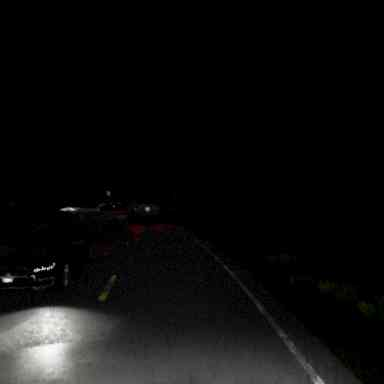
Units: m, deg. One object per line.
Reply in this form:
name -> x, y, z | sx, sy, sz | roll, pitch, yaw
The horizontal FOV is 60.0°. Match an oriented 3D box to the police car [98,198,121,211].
police car -> -10.823, 1.623, 43.357 | 2.038, 1.542, 4.974 | 0, 0, -29

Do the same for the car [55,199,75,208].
car -> -19.318, 1.729, 50.355 | 1.994, 1.385, 4.181 | 0, 0, -40

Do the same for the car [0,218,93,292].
car -> -3.978, 1.537, 9.128 | 1.837, 1.490, 4.892 | 0, 0, -6

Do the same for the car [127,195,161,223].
car -> -3.975, 1.291, 26.920 | 2.150, 2.045, 5.566 | 0, 0, -16
